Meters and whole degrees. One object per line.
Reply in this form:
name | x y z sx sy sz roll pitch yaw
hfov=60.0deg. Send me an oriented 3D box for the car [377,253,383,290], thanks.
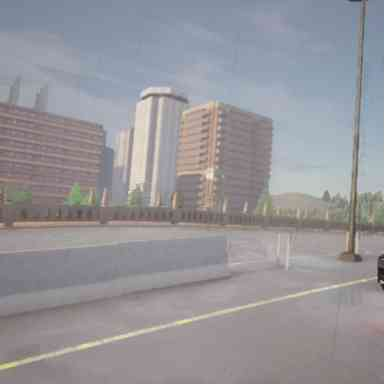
car | 6.561 1.827 8.428 4.892 1.490 1.837 4 -2 -35
